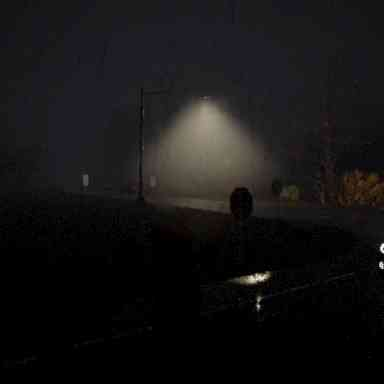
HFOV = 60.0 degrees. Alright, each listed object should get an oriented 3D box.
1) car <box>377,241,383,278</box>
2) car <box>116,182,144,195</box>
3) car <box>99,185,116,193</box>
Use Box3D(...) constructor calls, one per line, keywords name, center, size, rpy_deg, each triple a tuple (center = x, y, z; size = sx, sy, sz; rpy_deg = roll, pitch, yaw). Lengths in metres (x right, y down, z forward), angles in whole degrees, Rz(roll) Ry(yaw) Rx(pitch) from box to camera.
Box3D(name="car", center=(6.738, 1.264, 8.560), size=(4.553, 1.767, 2.097), rpy_deg=(-2, 1, -35))
Box3D(name="car", center=(-9.531, -0.549, 52.607), size=(2.150, 2.045, 5.566), rpy_deg=(0, 2, -35))
Box3D(name="car", center=(-15.512, -0.627, 61.117), size=(1.882, 1.535, 5.008), rpy_deg=(0, 2, -35))
